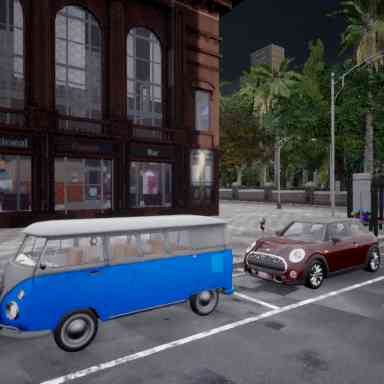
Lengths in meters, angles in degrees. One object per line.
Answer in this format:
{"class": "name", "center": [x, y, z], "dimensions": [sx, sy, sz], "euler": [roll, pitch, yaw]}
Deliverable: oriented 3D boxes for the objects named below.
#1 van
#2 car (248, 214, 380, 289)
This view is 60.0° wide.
{"class": "van", "center": [-1.103, 1.341, 5.874], "dimensions": [3.998, 1.788, 1.690], "euler": [0, 0, -36]}
{"class": "car", "center": [3.298, 1.438, 9.048], "dimensions": [4.097, 1.590, 1.967], "euler": [0, 0, -36]}
